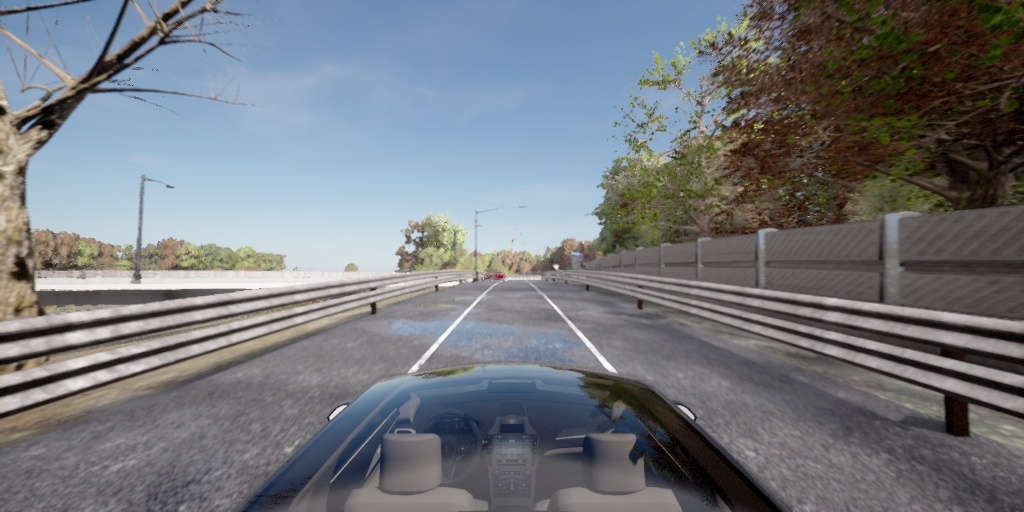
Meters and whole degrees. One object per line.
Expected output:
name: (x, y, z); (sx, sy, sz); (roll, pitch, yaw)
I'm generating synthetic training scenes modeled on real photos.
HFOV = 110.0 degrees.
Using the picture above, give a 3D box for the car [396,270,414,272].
car: (-15.376, 2.854, 53.337); (4.553, 1.767, 2.097); (3, -5, -42)
